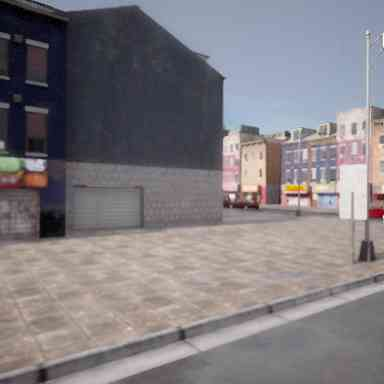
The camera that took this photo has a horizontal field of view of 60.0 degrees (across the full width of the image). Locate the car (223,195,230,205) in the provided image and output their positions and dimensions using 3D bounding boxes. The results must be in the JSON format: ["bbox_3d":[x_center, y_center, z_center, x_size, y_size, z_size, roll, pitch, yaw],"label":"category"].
[{"bbox_3d":[3.444,1.255,46.816,2.192,1.841,5.009,1,0,-35],"label":"car"}]

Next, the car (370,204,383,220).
[{"bbox_3d":[16.011,1.694,29.069,1.887,1.381,4.507,1,0,-35],"label":"car"}]

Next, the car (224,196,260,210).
[{"bbox_3d":[6.582,1.535,42.378,1.887,1.381,4.507,1,0,-35],"label":"car"}]
